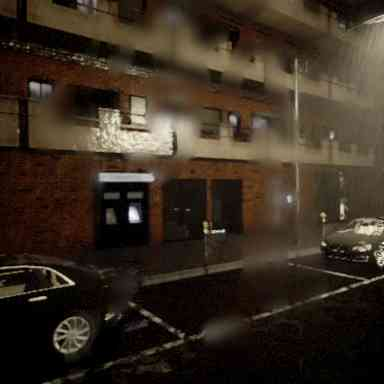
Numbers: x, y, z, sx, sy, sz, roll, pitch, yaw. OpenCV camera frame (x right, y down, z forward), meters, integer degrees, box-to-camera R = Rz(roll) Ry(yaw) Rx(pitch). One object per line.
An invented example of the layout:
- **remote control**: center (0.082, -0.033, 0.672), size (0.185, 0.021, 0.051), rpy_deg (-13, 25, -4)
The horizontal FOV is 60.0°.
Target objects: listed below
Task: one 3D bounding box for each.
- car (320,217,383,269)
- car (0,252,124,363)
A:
- **car**: center (5.992, 1.517, 10.919), size (4.403, 1.369, 2.008), rpy_deg (0, -1, -36)
- **car**: center (-3.087, 1.562, 4.354), size (4.403, 1.369, 2.008), rpy_deg (0, -1, -36)
